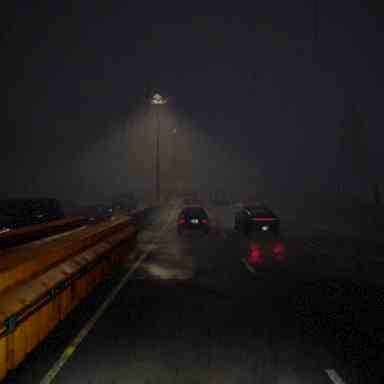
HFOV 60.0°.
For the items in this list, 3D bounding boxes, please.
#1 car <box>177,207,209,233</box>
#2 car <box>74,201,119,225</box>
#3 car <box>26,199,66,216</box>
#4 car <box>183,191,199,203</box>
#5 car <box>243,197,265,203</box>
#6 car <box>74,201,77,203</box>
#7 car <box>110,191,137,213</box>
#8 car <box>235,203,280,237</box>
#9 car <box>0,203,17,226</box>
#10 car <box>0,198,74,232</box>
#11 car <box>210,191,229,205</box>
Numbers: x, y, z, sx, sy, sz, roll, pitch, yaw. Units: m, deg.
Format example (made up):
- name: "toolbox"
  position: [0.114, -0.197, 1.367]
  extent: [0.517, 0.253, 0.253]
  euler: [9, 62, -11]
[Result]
- name: "car"
  position: [0.066, 1.640, 20.477]
  extent: [2.033, 1.411, 5.357]
  euler: [0, 0, 0]
- name: "car"
  position: [-7.082, 1.623, 24.031]
  extent: [2.033, 1.411, 5.357]
  euler: [0, 1, 0]
- name: "car"
  position: [-14.102, 1.445, 32.434]
  extent: [1.895, 1.301, 4.718]
  euler: [0, 3, 0]
- name: "car"
  position: [-0.103, 0.588, 44.104]
  extent: [1.837, 1.490, 4.892]
  euler: [0, 6, 0]
- name: "car"
  position: [6.873, 1.186, 36.844]
  extent: [1.994, 1.385, 4.181]
  euler: [0, 3, 0]
- name: "car"
  position: [-10.575, 1.480, 27.924]
  extent: [1.882, 1.535, 5.008]
  euler: [0, 1, 0]
- name: "car"
  position: [-7.114, 0.966, 34.527]
  extent: [2.150, 2.045, 5.566]
  euler: [0, 3, 0]
- name: "car"
  position: [3.572, 1.580, 18.779]
  extent: [2.128, 1.511, 4.902]
  euler: [0, 0, 0]
- name: "car"
  position: [-14.078, 1.592, 22.519]
  extent: [1.837, 1.490, 4.892]
  euler: [0, 0, 0]
- name: "car"
  position: [-7.098, 1.286, 13.795]
  extent: [2.150, 2.045, 5.566]
  euler: [0, 0, 0]
- name: "car"
  position: [3.394, 0.604, 42.063]
  extent: [2.097, 1.767, 4.553]
  euler: [0, 5, 0]
